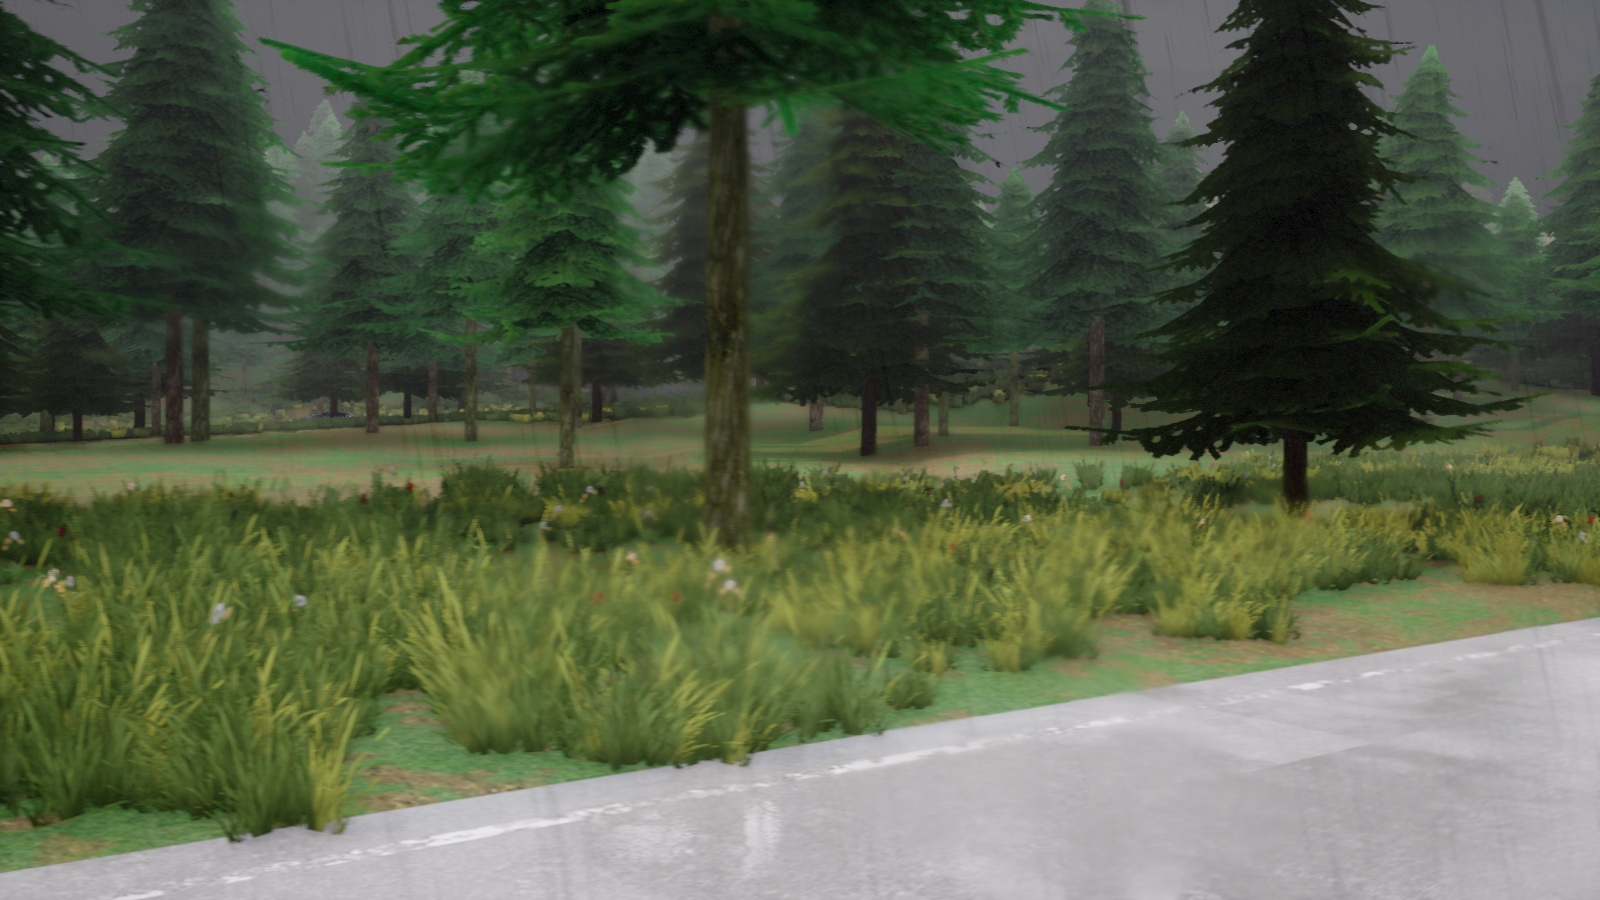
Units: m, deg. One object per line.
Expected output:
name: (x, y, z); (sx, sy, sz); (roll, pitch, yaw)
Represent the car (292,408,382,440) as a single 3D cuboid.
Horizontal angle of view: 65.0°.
car: (-28.419, -1.587, 77.285); (4.892, 1.490, 1.837); (-6, 1, -13)
